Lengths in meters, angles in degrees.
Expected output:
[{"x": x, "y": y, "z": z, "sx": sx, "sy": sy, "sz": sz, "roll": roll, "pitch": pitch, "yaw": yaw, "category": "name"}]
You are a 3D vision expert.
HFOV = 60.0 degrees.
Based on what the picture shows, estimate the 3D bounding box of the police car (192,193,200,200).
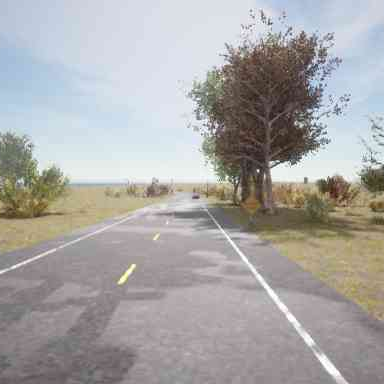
[{"x": 1.051, "y": 1.253, "z": 90.197, "sx": 1.930, "sy": 1.638, "sz": 5.238, "roll": 0, "pitch": 0, "yaw": 0, "category": "police car"}]

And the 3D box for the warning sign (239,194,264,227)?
[{"x": 3.574, "y": 1.087, "z": 20.043, "sx": 1.300, "sy": 1.860, "sz": 1.060, "roll": 1, "pitch": 1, "yaw": 0, "category": "warning sign"}]
